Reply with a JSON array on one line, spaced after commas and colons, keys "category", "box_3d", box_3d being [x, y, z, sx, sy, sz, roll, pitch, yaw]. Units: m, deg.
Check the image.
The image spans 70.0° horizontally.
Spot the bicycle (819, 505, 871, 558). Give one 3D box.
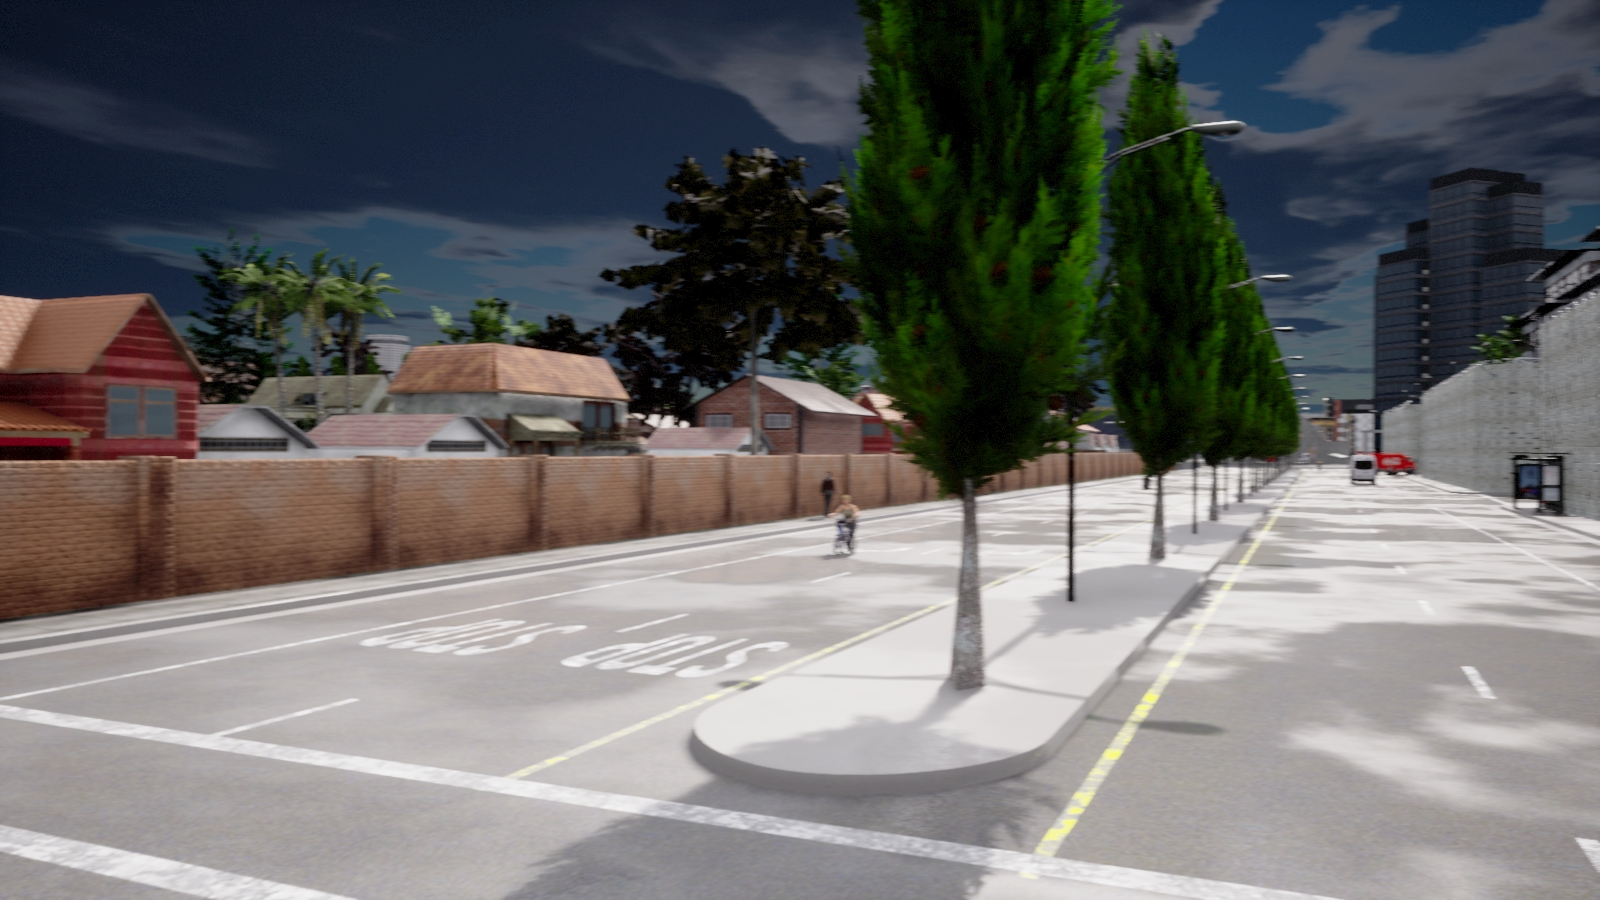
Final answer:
[{"category": "bicycle", "box_3d": [1.207, 2.144, 30.379, 0.859, 1.301, 1.487, 0, 0, 25]}]

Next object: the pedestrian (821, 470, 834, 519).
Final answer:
[{"category": "pedestrian", "box_3d": [1.051, 1.693, 43.998, 0.375, 1.860, 0.375, 0, 0, 25]}]
